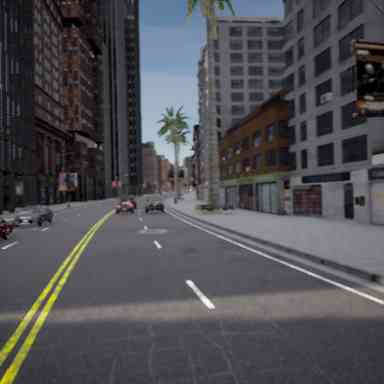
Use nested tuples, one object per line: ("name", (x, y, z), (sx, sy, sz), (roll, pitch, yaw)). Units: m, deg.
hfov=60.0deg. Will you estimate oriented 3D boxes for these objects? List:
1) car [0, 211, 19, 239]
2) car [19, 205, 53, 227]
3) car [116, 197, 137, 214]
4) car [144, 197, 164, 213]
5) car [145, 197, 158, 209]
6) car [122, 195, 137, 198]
("car", (-10.216, 1.849, 15.990), (1.895, 1.301, 4.718), (-1, 0, -12))
("car", (-12.205, 1.785, 25.934), (2.128, 1.511, 4.902), (-1, 0, -10))
("car", (-7.519, 1.684, 37.658), (1.812, 1.442, 4.674), (-1, 0, -8))
("car", (-4.374, 1.431, 38.550), (2.097, 1.767, 4.553), (-1, 0, -9))
("car", (-5.980, 1.592, 49.060), (1.837, 1.490, 4.892), (-1, 1, -7))
("car", (-9.102, 1.390, 47.769), (2.150, 2.045, 5.566), (-1, 0, -7))
